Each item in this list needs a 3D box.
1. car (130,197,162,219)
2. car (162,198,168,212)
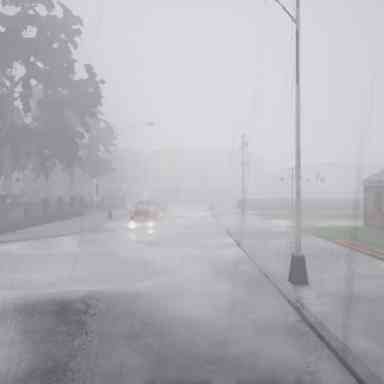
[{"bbox_3d":[-4.088,1.415,29.215,2.097,1.767,4.553,0,0,0],"label":"car"},{"bbox_3d":[-4.064,1.437,39.467,2.097,1.767,4.553,0,0,0],"label":"car"}]
